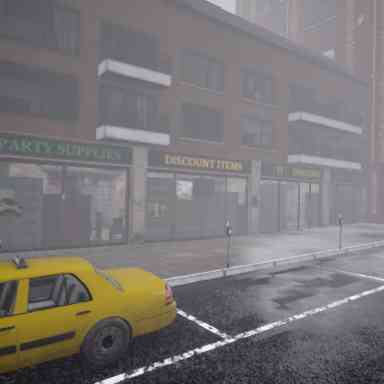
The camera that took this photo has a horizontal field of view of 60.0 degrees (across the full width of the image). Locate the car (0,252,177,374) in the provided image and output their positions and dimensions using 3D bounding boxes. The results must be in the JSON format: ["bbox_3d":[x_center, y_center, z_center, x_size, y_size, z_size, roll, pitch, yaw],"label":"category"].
[{"bbox_3d":[-2.516,1.526,4.278,4.829,1.417,1.752,0,2,-35],"label":"car"}]
